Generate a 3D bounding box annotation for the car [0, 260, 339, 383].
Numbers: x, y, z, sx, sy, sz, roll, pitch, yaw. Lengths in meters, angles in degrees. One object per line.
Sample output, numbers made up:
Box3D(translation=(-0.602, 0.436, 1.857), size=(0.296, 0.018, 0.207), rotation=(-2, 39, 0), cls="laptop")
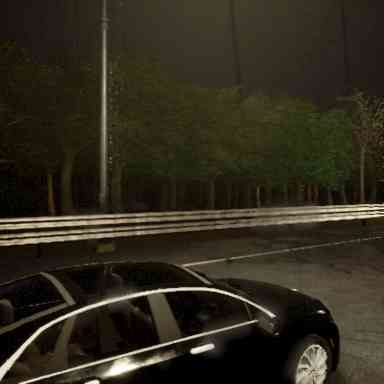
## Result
Box3D(translation=(-0.453, 1.501, 3.407), size=(4.892, 1.490, 1.837), rotation=(0, 0, -35), cls="car")
